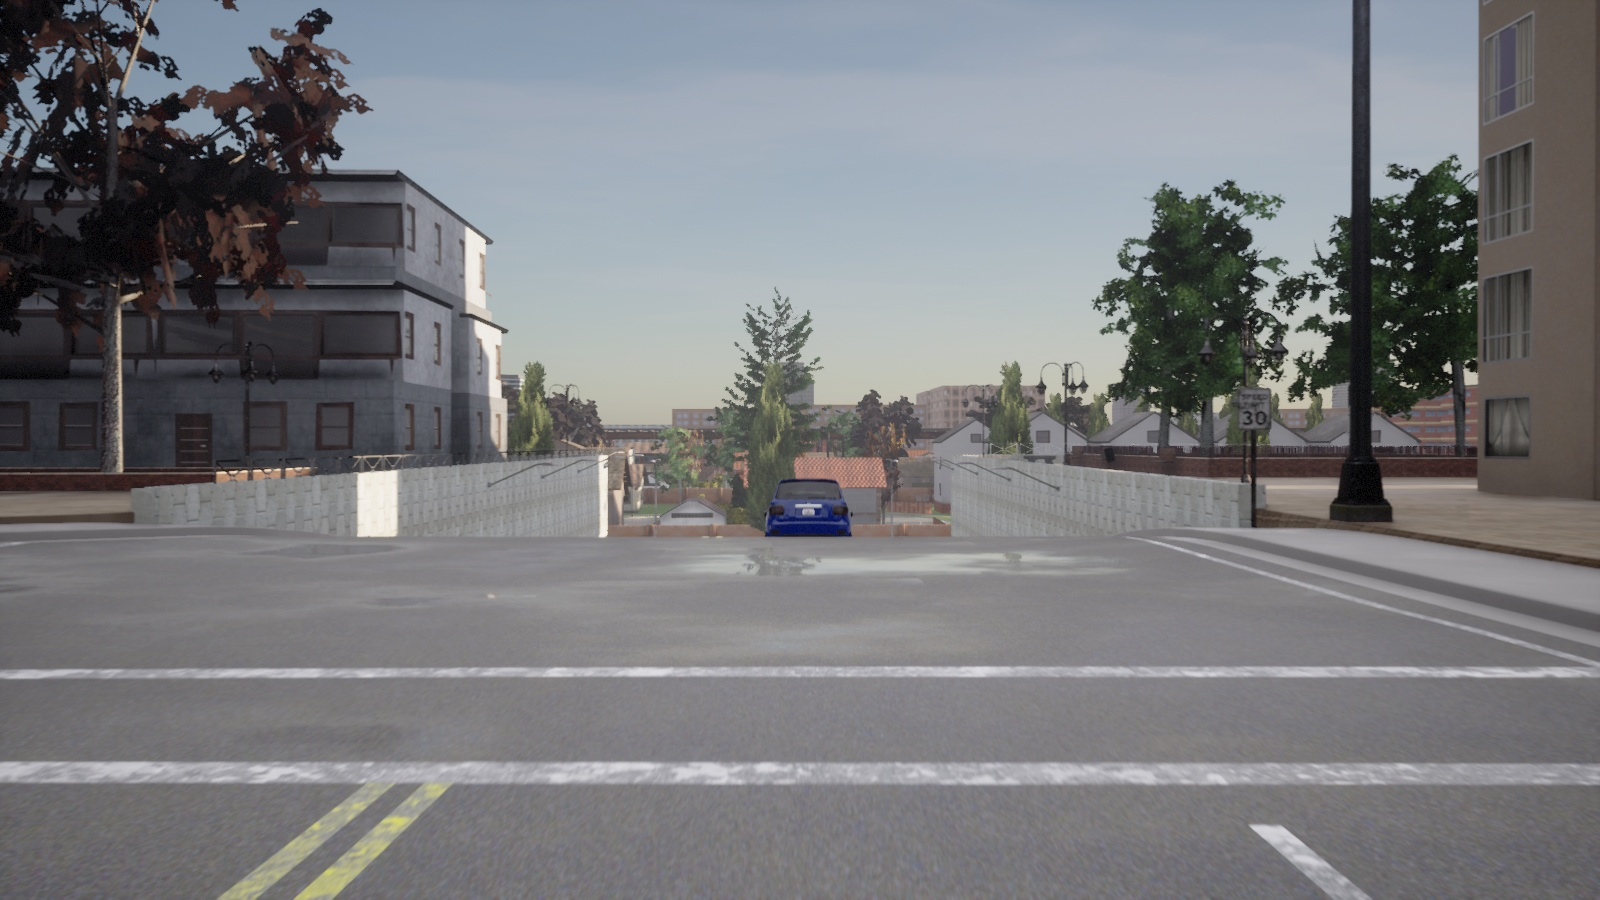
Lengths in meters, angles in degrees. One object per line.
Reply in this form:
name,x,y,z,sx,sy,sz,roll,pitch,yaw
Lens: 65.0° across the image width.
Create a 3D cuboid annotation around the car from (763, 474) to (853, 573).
car,0.217,2.032,33.008,2.150,2.045,5.566,0,-9,0
